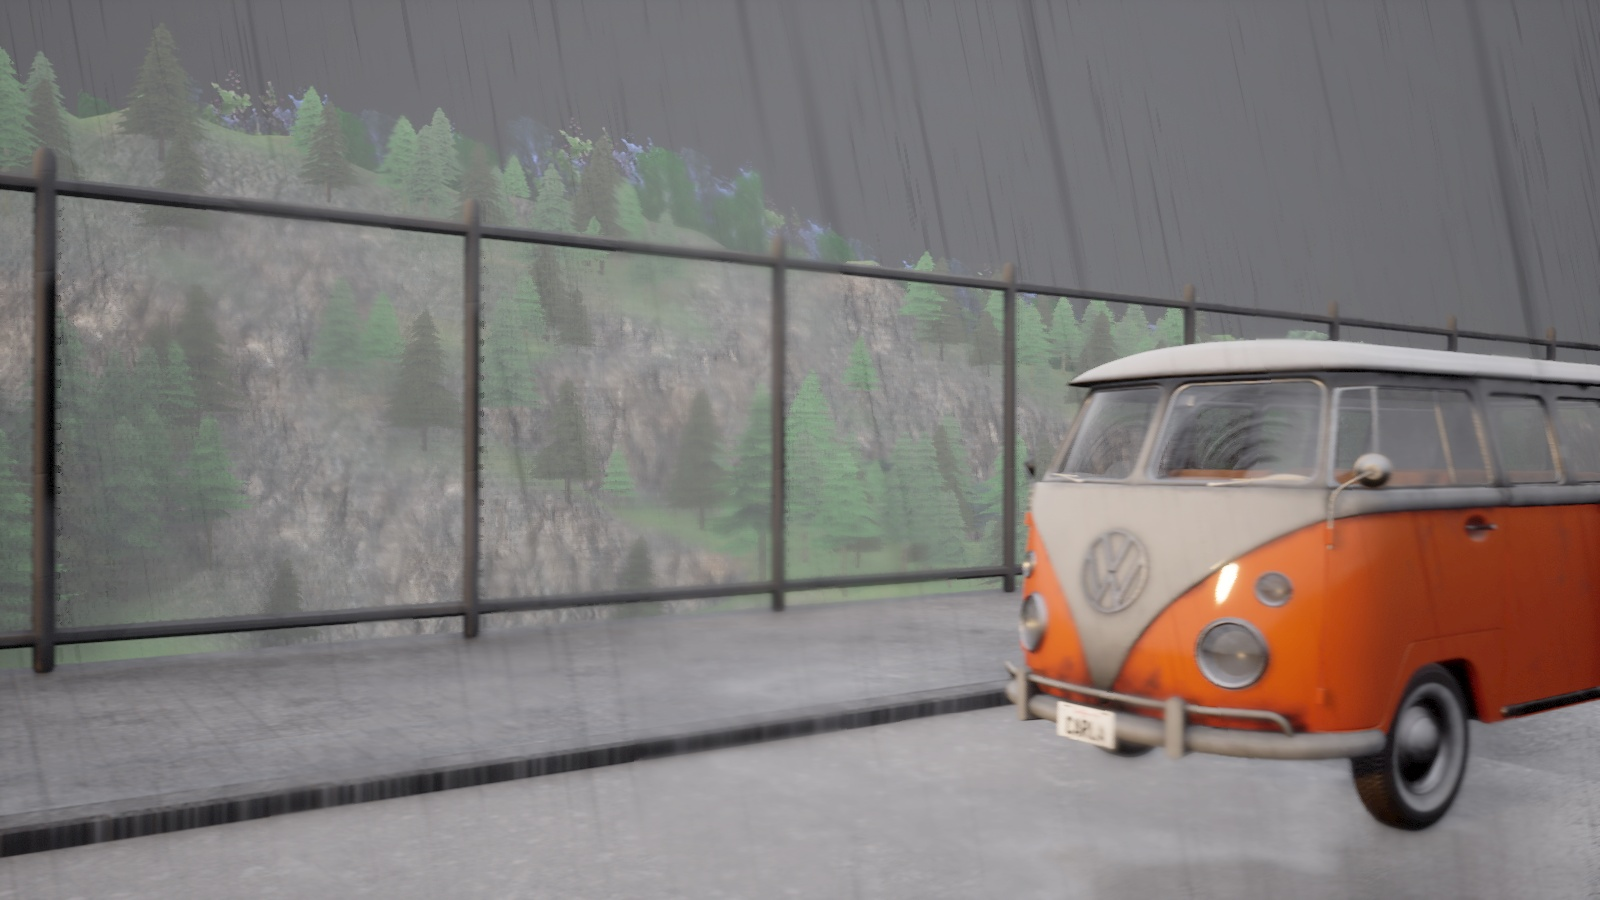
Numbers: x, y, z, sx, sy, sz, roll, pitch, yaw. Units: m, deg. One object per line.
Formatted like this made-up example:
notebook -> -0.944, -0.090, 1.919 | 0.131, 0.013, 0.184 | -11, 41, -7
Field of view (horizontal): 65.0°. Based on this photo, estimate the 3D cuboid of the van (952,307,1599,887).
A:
van -> 3.036, 0.506, 6.291 | 4.442, 1.987, 1.775 | 0, 0, -34
